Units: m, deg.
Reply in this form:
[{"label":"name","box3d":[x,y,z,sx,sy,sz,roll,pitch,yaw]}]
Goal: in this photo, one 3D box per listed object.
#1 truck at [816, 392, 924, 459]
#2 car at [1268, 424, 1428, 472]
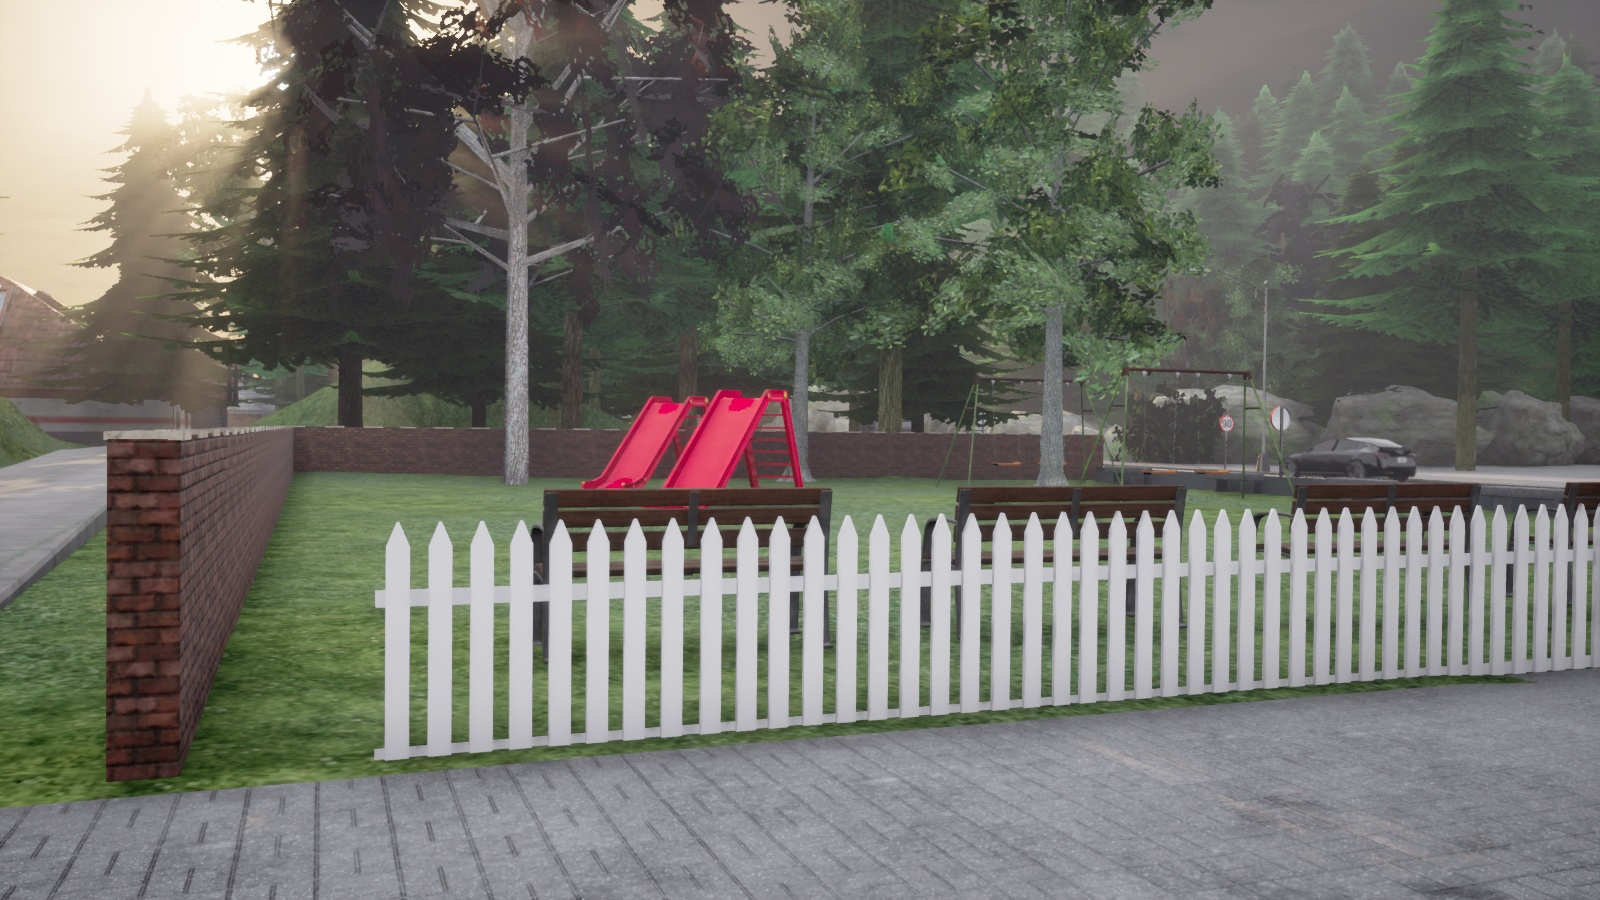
[{"label":"truck","box3d":[3.727,-1.346,68.947,2.891,3.462,7.936,-1,1,-21]},{"label":"car","box3d":[18.262,-0.085,42.105,2.163,1.488,4.792,-1,1,-21]}]
